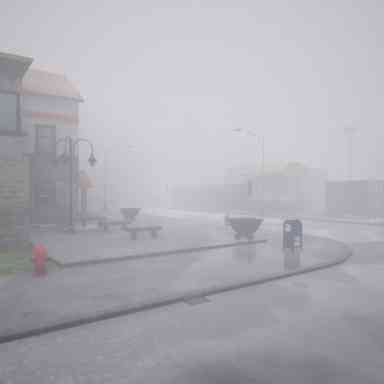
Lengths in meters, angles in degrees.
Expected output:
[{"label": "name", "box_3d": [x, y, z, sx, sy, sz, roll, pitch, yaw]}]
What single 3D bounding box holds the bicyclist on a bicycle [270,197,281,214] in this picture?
[{"label": "bicyclist on a bicycle", "box_3d": [8.066, 1.349, 32.012, 1.656, 1.620, 0.582, 0, 0, -35]}]
